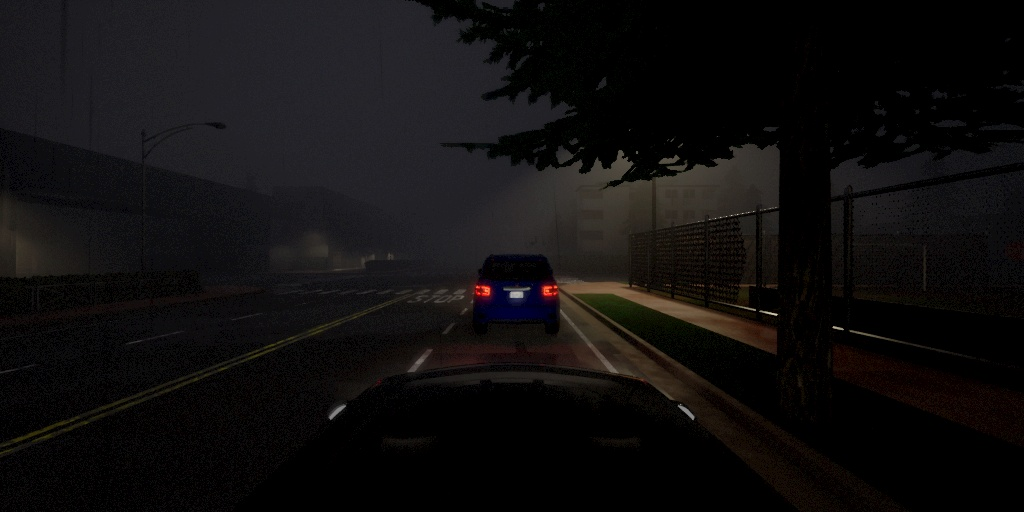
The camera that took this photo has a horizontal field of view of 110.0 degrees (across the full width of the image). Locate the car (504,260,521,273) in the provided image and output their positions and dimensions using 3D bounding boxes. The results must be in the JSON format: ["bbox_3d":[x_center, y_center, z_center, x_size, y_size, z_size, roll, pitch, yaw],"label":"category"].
[{"bbox_3d":[0.027,1.242,45.664,2.128,1.511,4.902,0,0,0],"label":"car"}]

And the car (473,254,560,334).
[{"bbox_3d":[0.116,0.972,10.798,2.150,2.045,5.566,0,0,0],"label":"car"}]
